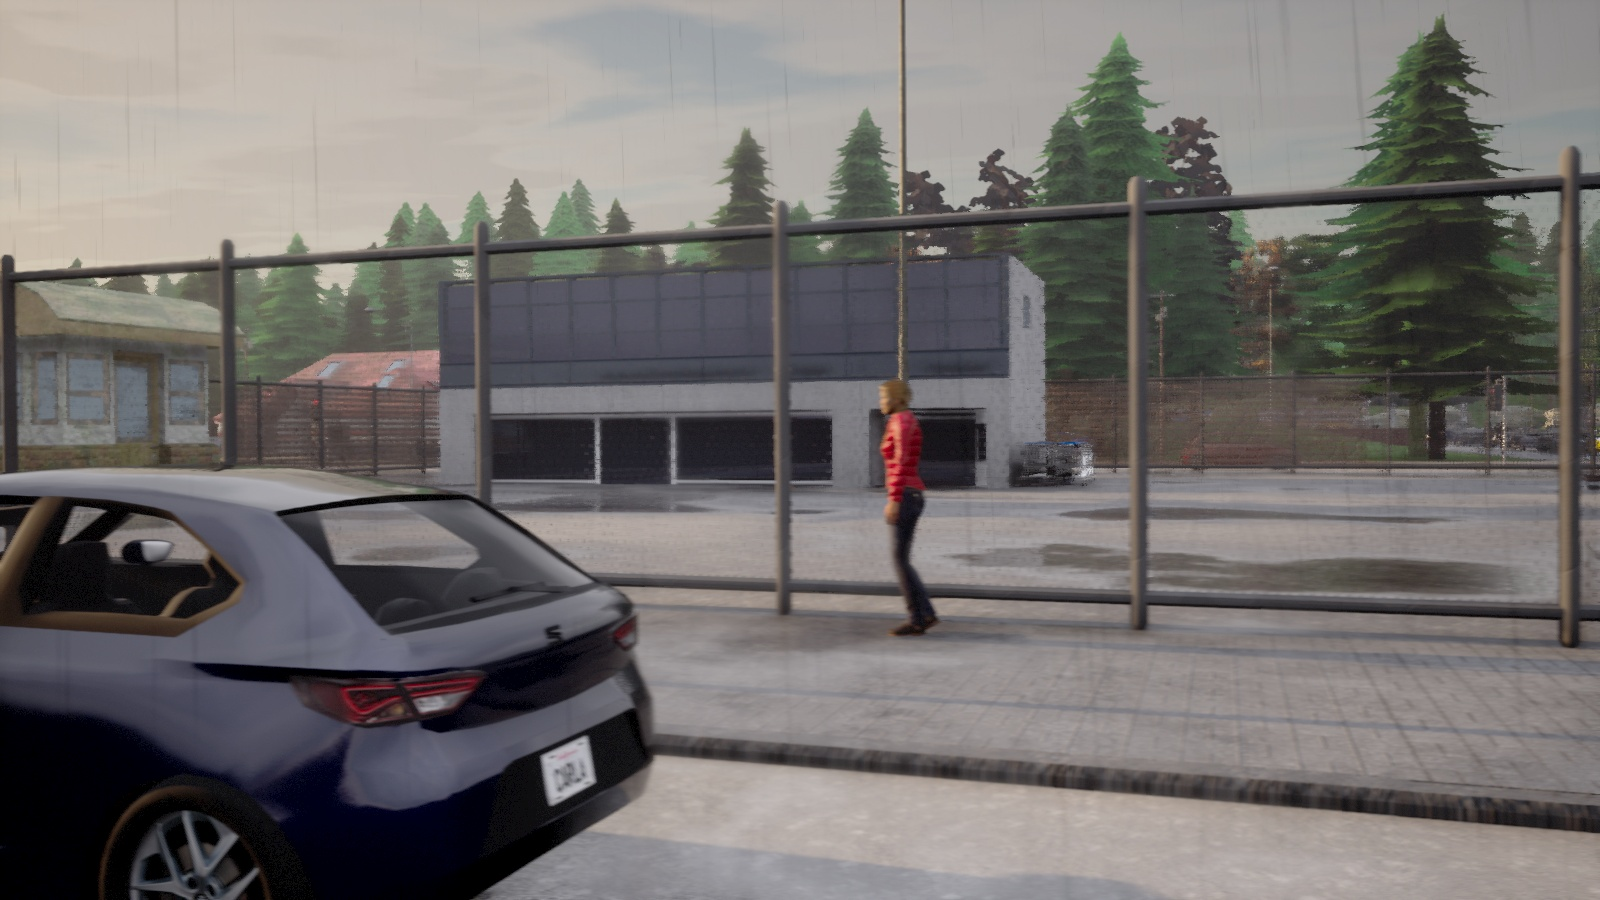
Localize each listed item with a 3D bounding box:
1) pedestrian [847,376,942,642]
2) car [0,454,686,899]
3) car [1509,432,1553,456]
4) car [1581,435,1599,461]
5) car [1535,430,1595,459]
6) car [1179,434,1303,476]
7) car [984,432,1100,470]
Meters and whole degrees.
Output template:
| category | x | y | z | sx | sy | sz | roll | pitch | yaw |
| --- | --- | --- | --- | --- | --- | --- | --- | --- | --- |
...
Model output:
| category | x | y | z | sx | sy | sz | roll | pitch | yaw |
| --- | --- | --- | --- | --- | --- | --- | --- | --- | --- |
| pedestrian | 0.675 | 0.407 | 8.922 | 0.636 | 1.846 | 0.331 | 0 | 1 | 11 |
| car | -2.711 | 0.775 | 4.599 | 4.193 | 1.474 | 1.816 | 0 | 1 | 20 |
| car | 47.923 | -0.406 | 82.377 | 1.789 | 1.549 | 3.705 | 0 | 1 | 19 |
| car | 42.639 | -0.098 | 66.695 | 1.481 | 1.376 | 2.207 | 0 | 1 | 19 |
| car | 45.208 | -0.336 | 74.324 | 2.033 | 1.649 | 4.856 | 0 | 1 | 19 |
| car | 16.144 | 0.163 | 46.097 | 4.193 | 1.474 | 1.816 | 0 | 1 | 19 |
| car | 10.092 | 0.003 | 52.350 | 4.514 | 1.525 | 2.007 | 0 | 1 | 19 |
